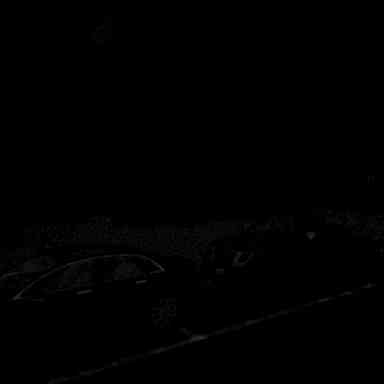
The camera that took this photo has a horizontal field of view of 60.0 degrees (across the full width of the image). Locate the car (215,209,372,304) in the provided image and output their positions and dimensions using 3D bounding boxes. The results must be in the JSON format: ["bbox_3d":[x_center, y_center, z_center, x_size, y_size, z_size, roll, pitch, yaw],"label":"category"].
[{"bbox_3d":[2.652,1.389,8.544,5.009,1.841,2.192,1,0,-36],"label":"car"}]

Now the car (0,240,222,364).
[{"bbox_3d":[-1.914,1.566,5.282,4.403,1.369,2.008,1,0,-36],"label":"car"}]
